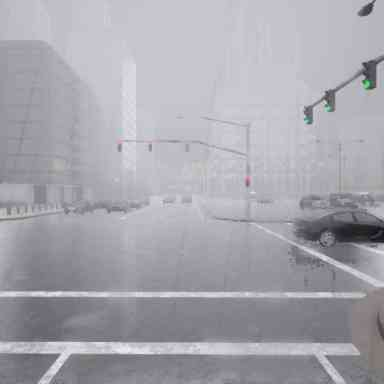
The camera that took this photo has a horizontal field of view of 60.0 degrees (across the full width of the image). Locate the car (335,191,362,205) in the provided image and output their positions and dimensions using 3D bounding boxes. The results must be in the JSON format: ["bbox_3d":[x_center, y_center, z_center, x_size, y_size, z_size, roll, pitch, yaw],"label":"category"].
[{"bbox_3d":[16.053,1.156,35.696,1.905,1.878,3.866,0,0,0],"label":"car"}]

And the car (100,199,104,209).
[{"bbox_3d":[-11.536,1.601,43.403,1.895,1.301,4.718,0,0,0],"label":"car"}]

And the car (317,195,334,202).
[{"bbox_3d":[27.341,1.364,68.293,1.784,1.438,3.905,0,0,0],"label":"car"}]

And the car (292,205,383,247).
[{"bbox_3d":[6.913,1.477,14.340,5.008,1.535,1.882,0,0,0],"label":"car"}]

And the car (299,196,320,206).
[{"bbox_3d":[18.716,1.395,53.170,1.970,1.475,3.806,0,0,0],"label":"car"}]

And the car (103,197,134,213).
[{"bbox_3d":[-7.996,1.564,36.730,1.994,1.385,4.181,0,0,0],"label":"car"}]

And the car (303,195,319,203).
[{"bbox_3d":[24.446,1.395,68.286,1.970,1.475,3.806,0,0,0],"label":"car"}]

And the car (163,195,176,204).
[{"bbox_3d":[-4.569,1.564,65.564,1.994,1.385,4.181,0,0,0],"label":"car"}]

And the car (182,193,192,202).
[{"bbox_3d":[-1.122,1.181,74.394,2.097,1.767,4.553,0,0,0],"label":"car"}]

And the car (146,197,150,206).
[{"bbox_3d":[-8.096,1.491,55.316,2.128,1.511,4.902,0,0,0],"label":"car"}]

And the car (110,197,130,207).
[{"bbox_3d":[-11.592,1.547,53.943,2.033,1.411,5.357,0,0,0],"label":"car"}]

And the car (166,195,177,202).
[{"bbox_3d":[-4.623,1.351,74.402,2.128,1.511,4.902,0,0,0],"label":"car"}]

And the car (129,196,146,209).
[{"bbox_3d":[-8.047,1.352,45.432,2.097,1.767,4.553,0,0,0],"label":"car"}]

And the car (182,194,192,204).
[{"bbox_3d":[-1.070,1.601,65.665,1.895,1.301,4.718,0,0,0],"label":"car"}]

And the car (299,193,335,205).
[{"bbox_3d":[13.159,1.153,35.744,1.932,1.855,4.605,0,0,0],"label":"car"}]

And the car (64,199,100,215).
[{"bbox_3d":[-11.481,1.492,34.135,2.128,1.511,4.902,0,0,0],"label":"car"}]
